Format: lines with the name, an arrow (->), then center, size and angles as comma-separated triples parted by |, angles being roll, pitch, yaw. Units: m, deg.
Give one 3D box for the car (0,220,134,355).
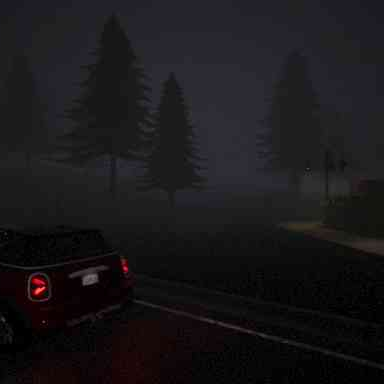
car -> -3.285, 1.353, 6.333 | 4.553, 1.767, 2.097 | 0, 0, 36
